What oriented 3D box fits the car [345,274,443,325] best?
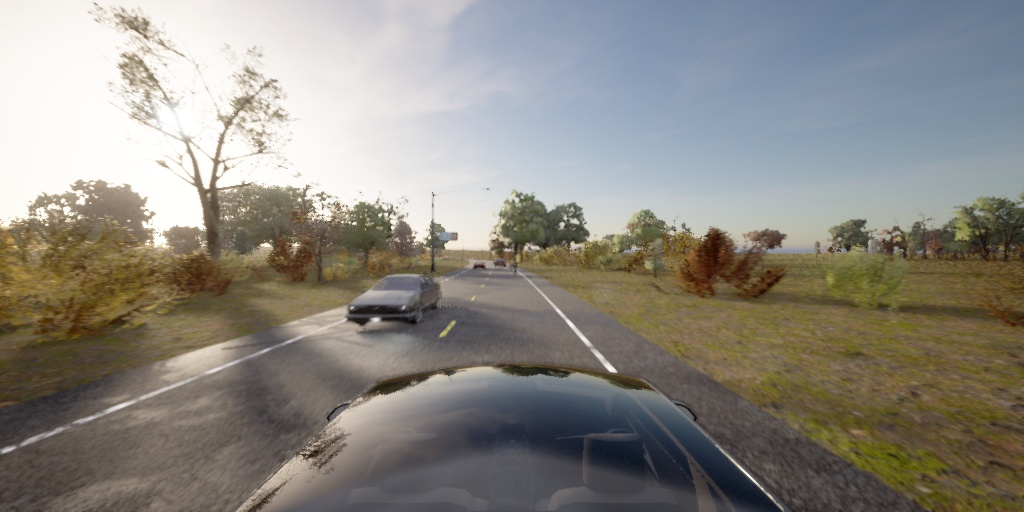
[{"bbox_3d":[-3.645,1.323,12.209,2.033,1.411,5.357,0,0,-1],"label":"car"}]

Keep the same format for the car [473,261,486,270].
[{"bbox_3d":[-4.849,1.429,53.877,1.895,1.301,4.718,0,0,-2],"label":"car"}]

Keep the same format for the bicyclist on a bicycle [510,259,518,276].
[{"bbox_3d":[0.368,1.249,37.262,0.582,1.620,1.656,0,0,-2],"label":"bicyclist on a bicycle"}]
